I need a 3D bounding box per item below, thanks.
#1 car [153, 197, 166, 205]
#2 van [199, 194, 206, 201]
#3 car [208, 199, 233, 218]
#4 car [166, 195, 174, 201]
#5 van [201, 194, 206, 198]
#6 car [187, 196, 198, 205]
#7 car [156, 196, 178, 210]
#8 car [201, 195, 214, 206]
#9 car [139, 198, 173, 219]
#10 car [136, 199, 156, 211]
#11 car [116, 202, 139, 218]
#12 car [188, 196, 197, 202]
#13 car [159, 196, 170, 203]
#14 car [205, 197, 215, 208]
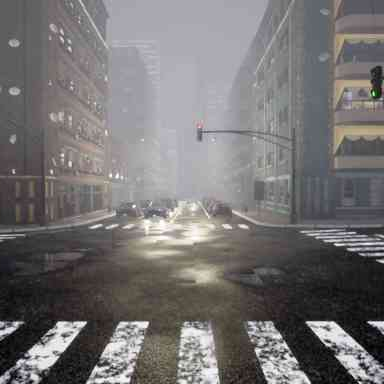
[{"bbox_3d":[-5.660,1.561,57.912,1.887,1.381,4.507,0,0,0],"label":"car"},{"bbox_3d":[2.736,1.379,85.512,1.690,1.788,3.998,-1,0,0],"label":"van"},{"bbox_3d":[2.704,1.584,30.277,1.802,1.307,4.206,0,0,0],"label":"car"},{"bbox_3d":[-5.643,1.563,85.359,1.752,1.417,4.829,0,0,0],"label":"car"},{"bbox_3d":[2.716,1.354,52.370,1.690,1.788,3.998,0,0,0],"label":"van"},{"bbox_3d":[0.038,1.543,59.734,1.812,1.442,4.674,0,0,0],"label":"car"},{"bbox_3d":[-3.072,1.511,39.918,1.837,1.490,4.892,0,0,0],"label":"car"},{"bbox_3d":[2.714,1.554,46.847,1.887,1.381,4.507,0,0,0],"label":"car"},{"bbox_3d":[-3.082,1.550,29.800,2.033,1.411,5.357,0,0,0],"label":"car"},{"bbox_3d":[-5.670,1.573,41.341,1.947,1.339,4.313,0,0,0],"label":"car"},{"bbox_3d":[-5.677,1.568,30.294,1.947,1.339,4.313,0,0,0],"label":"car"},{"bbox_3d":[0.045,1.452,69.770,1.895,1.301,4.718,0,0,0],"label":"car"},{"bbox_3d":[-5.653,1.605,68.959,1.802,1.307,4.206,0,0,0],"label":"car"},{"bbox_3d":[2.707,1.570,35.800,1.947,1.339,4.313,0,0,0],"label":"car"}]
